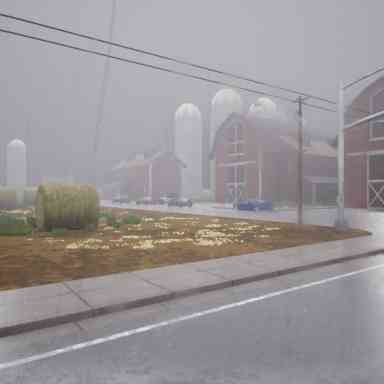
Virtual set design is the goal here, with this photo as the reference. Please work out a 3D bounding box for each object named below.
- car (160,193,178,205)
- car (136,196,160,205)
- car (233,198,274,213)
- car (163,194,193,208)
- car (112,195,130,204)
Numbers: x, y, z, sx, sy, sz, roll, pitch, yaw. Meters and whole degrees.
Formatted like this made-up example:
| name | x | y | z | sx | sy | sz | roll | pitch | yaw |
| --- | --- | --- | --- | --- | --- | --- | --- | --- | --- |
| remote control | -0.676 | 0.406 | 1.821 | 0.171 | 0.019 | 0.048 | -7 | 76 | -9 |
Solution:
| name | x | y | z | sx | sy | sz | roll | pitch | yaw |
| --- | --- | --- | --- | --- | --- | --- | --- | --- | --- |
| car | -3.979 | 1.118 | 57.640 | 3.866 | 1.878 | 1.905 | -2 | 5 | 11 |
| car | -7.737 | 1.480 | 55.869 | 1.812 | 1.442 | 4.674 | 0 | 0 | -36 |
| car | 6.650 | 1.451 | 36.464 | 1.882 | 1.535 | 5.008 | 0 | 0 | -37 |
| car | -1.722 | 1.474 | 47.745 | 1.812 | 1.442 | 4.674 | 0 | 1 | -37 |
| car | -13.748 | 1.325 | 64.005 | 2.097 | 1.767 | 4.553 | 0 | 0 | -37 |
